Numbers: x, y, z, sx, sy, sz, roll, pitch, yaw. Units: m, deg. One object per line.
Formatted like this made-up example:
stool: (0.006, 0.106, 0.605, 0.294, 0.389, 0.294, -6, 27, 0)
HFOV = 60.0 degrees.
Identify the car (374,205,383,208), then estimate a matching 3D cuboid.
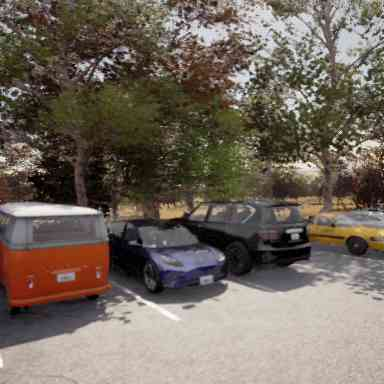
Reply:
car: (10.209, 1.613, 17.313, 2.163, 1.488, 4.792, 0, 0, -36)

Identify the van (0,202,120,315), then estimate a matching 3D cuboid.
van: (-3.502, 1.260, 7.705, 1.878, 1.987, 4.442, 0, 0, -36)

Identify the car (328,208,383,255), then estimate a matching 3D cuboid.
car: (5.791, 1.547, 13.967, 1.946, 1.575, 5.366, 0, 0, -36)

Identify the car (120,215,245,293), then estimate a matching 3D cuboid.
car: (-1.063, 1.530, 9.268, 2.163, 1.488, 4.792, 0, 0, -36)

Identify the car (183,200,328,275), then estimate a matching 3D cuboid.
car: (1.159, 1.266, 10.924, 2.435, 2.045, 5.566, 0, 0, -36)

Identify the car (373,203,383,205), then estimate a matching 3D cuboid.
car: (12.328, 1.474, 18.900, 2.185, 1.767, 4.553, 0, 0, -36)
